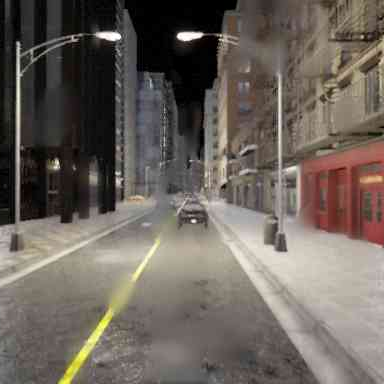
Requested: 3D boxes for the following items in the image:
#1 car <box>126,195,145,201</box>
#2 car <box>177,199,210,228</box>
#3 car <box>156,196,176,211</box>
[{"bbox_3d":[-14.396,1.500,84.840,4.829,1.417,1.752,-1,0,0],"label":"car"},{"bbox_3d":[0.100,1.466,21.974,1.837,1.490,4.892,0,0,0],"label":"car"},{"bbox_3d":[-3.089,1.277,39.563,2.097,1.767,4.553,0,0,0],"label":"car"}]
